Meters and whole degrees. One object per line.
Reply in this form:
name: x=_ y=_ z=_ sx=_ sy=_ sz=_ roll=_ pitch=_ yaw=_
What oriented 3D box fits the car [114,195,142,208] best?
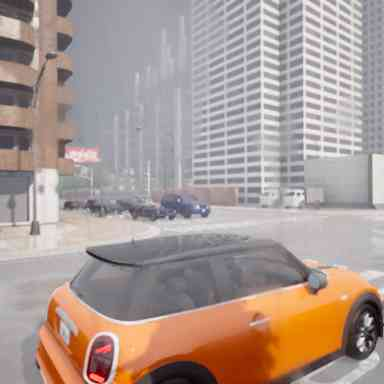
car: x=-8.995 y=1.265 z=46.460 sx=2.097 sy=1.767 sz=4.553 roll=-1 pitch=0 yaw=-37

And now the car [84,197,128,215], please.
car: x=-8.919 y=1.512 z=34.298 sx=2.033 sy=1.411 sz=5.357 roll=-1 pitch=0 yaw=-37

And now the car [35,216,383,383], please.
car: x=0.533 y=1.331 z=4.375 sx=4.553 sy=1.767 sz=2.097 roll=0 pitch=0 yaw=-35

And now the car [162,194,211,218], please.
car: x=-0.707 y=1.161 z=29.110 sx=2.150 sy=2.045 sz=5.566 roll=-1 pitch=0 yaw=-37

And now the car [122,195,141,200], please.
car: x=-6.471 y=1.444 z=36.873 sx=1.837 sy=1.490 sz=4.892 roll=-1 pitch=0 yaw=-37

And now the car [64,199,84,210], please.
car: x=-14.828 y=1.528 z=42.302 sx=1.994 sy=1.385 sz=4.181 roll=0 pitch=0 yaw=-36

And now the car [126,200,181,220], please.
car: x=-3.167 y=1.564 z=26.556 sx=1.895 sy=1.301 sz=4.718 roll=-1 pitch=0 yaw=-37

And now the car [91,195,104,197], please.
car: x=-12.584 y=1.292 z=45.141 sx=2.097 sy=1.767 sz=4.553 roll=-1 pitch=0 yaw=-36
